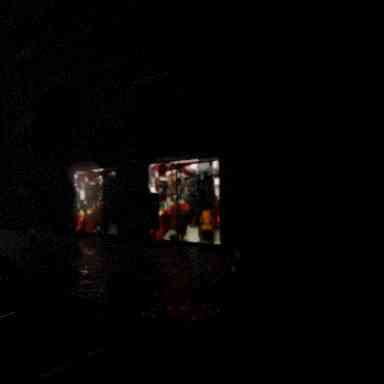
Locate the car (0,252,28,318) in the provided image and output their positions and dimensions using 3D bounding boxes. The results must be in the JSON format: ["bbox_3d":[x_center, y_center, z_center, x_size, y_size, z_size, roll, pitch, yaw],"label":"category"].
[{"bbox_3d":[-4.869,1.608,6.370,4.403,1.369,2.008,-1,-1,36],"label":"car"}]
